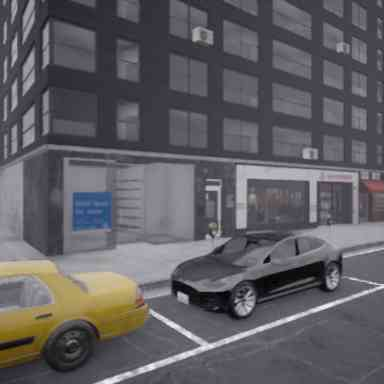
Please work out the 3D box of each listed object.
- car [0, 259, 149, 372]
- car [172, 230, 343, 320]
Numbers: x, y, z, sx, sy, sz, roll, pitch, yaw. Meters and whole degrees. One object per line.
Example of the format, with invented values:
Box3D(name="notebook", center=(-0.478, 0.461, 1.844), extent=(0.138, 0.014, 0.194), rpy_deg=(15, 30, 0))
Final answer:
Box3D(name="car", center=(-2.925, 1.524, 4.096), extent=(4.829, 1.417, 1.752), rpy_deg=(0, 0, -36))
Box3D(name="car", center=(1.609, 1.564, 7.348), extent=(4.313, 1.339, 1.947), rpy_deg=(0, 0, -36))
